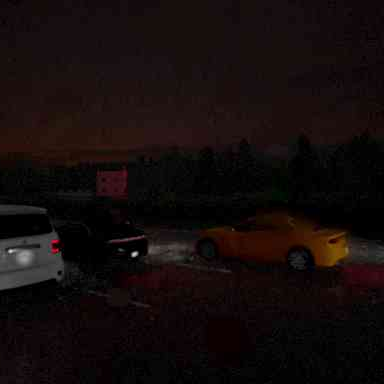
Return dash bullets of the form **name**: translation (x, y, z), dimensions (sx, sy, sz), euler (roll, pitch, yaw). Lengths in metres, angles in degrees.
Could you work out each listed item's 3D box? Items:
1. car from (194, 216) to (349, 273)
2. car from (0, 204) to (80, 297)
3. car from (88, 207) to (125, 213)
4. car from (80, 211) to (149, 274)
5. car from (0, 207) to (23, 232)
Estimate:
- **car**: translation (2.372, 1.515, 10.900), dimensions (5.008, 1.535, 1.882), euler (0, 0, 36)
- **car**: translation (-5.326, 1.301, 7.795), dimensions (5.566, 2.045, 2.150), euler (0, 0, 36)
- **car**: translation (-5.764, 1.675, 21.010), dimensions (4.674, 1.442, 1.812), euler (0, 0, 36)
- **car**: translation (-3.604, 1.573, 10.864), dimensions (4.902, 1.511, 2.128), euler (-1, 0, 36)
- **car**: translation (-13.810, 1.763, 22.449), dimensions (5.357, 1.411, 2.033), euler (-1, 0, 36)
